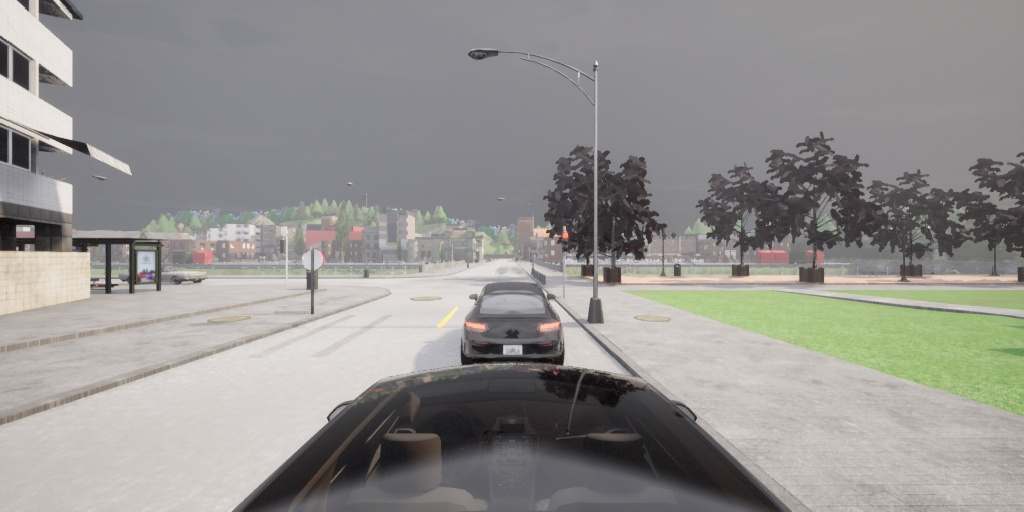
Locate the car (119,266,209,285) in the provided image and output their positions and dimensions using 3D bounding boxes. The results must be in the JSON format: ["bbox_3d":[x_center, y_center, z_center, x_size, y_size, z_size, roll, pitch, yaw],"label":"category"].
[{"bbox_3d":[-24.466,1.351,25.300,4.718,1.301,1.895,0,0,0],"label":"car"}]

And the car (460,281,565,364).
[{"bbox_3d":[0.007,1.276,7.806,1.812,1.442,4.674,0,0,0],"label":"car"}]
